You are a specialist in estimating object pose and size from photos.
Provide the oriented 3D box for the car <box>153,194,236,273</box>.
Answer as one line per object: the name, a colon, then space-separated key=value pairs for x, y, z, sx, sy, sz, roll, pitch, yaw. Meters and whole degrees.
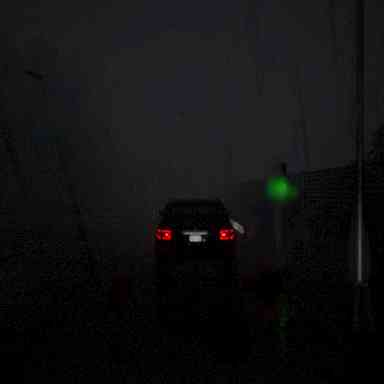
car: x=0.088 y=1.190 z=10.711 sx=2.150 sy=2.045 sz=5.566 roll=0 pitch=1 yaw=0

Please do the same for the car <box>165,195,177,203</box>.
car: x=-4.001 y=1.355 z=64.326 sx=1.994 sy=1.385 sz=4.181 roll=0 pitch=0 yaw=0

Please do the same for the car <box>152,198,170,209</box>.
car: x=-4.093 y=1.456 z=44.578 sx=1.895 sy=1.301 sz=4.718 roll=0 pitch=0 yaw=0

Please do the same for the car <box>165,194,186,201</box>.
car: x=-3.903 y=1.223 z=78.389 sx=5.008 sy=1.535 sz=1.882 roll=0 pitch=0 yaw=40

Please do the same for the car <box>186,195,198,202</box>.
car: x=-0.011 y=1.323 z=68.695 sx=2.033 sy=1.411 sz=5.357 roll=0 pitch=0 yaw=-4

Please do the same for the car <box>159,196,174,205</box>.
car: x=-4.054 y=1.371 z=54.340 sx=2.033 sy=1.411 sz=5.357 roll=0 pitch=0 yaw=0
